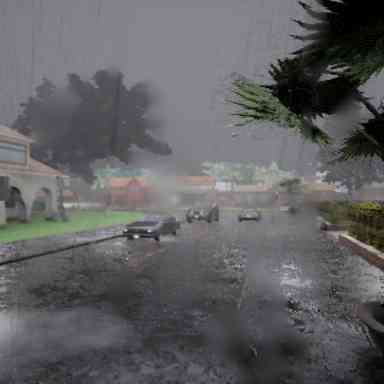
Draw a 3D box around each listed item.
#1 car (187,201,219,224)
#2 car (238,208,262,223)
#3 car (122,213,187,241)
[{"bbox_3d":[1.134,1.849,31.630,2.150,2.045,5.566,0,-1,16],"label":"car"},{"bbox_3d":[5.735,2.213,32.733,1.994,1.385,4.181,0,-1,15],"label":"car"},{"bbox_3d":[-2.152,1.933,19.514,2.033,1.411,5.357,0,-1,15],"label":"car"}]
